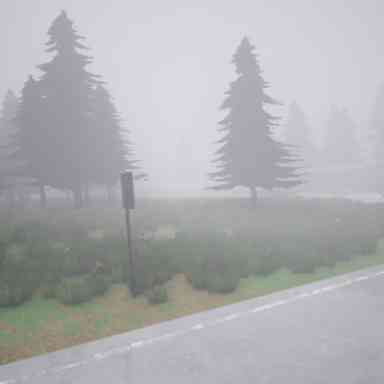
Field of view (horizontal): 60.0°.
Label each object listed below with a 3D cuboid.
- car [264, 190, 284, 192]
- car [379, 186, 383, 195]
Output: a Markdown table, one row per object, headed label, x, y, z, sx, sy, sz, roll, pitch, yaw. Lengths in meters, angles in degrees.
| label | x | y | z | sx | sy | sz | roll | pitch | yaw |
| --- | --- | --- | --- | --- | --- | --- | --- | --- | --- |
| car | 10.070 | 0.001 | 38.406 | 1.895 | 1.301 | 4.718 | -7 | 4 | -43 |
| car | 18.898 | -0.303 | 29.568 | 2.128 | 1.511 | 4.902 | -4 | 3 | -9 |
